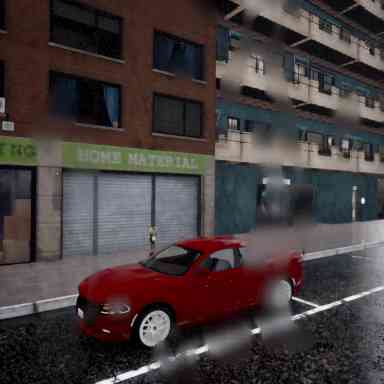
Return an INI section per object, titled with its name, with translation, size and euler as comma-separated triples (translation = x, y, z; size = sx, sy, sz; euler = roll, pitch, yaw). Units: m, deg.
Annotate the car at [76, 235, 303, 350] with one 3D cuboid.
[car]
translation = 0.185, 1.545, 6.219
size = 4.507, 1.381, 1.887
euler = 0, 1, -35
